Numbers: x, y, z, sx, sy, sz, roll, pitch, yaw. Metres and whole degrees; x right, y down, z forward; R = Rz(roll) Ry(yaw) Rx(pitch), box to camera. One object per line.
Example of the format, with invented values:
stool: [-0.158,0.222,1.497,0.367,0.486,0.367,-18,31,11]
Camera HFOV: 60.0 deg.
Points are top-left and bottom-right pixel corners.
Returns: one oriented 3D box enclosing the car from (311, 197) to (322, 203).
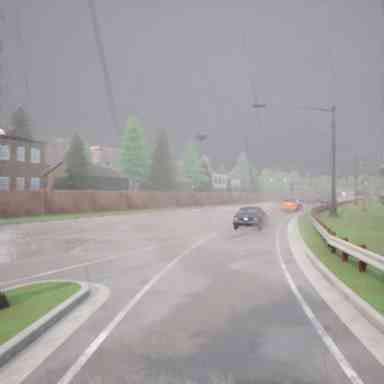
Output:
car: [33.040,2.081,88.051,1.882,1.535,5.008,0,0,29]

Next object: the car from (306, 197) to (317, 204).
car: [28.231,2.204,79.279,1.994,1.385,4.181,0,0,29]

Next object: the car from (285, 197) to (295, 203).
car: [26.902,2.121,91.416,1.812,1.442,4.674,0,0,29]

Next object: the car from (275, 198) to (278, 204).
car: [21.892,2.167,82.279,2.128,1.511,4.902,0,0,29]

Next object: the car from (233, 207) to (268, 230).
car: [4.037,1.715,22.531,2.033,1.411,5.357,0,0,18]

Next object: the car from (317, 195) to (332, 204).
car: [31.286,2.009,77.571,2.097,1.767,4.553,0,0,29]

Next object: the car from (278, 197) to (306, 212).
car: [13.512,1.710,44.757,2.097,1.767,4.553,0,0,28]

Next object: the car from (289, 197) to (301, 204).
car: [24.962,2.123,80.596,1.882,1.535,5.008,0,0,29]

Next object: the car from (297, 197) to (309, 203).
car: [29.971,2.140,89.733,2.033,1.411,5.357,0,0,29]
